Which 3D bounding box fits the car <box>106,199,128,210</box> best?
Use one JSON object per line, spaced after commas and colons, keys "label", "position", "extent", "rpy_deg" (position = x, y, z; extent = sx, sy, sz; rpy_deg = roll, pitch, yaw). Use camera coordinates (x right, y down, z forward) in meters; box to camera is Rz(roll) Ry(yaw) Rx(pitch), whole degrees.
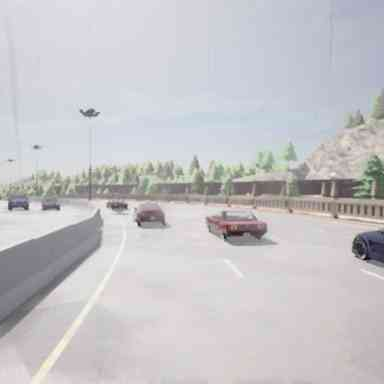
{"label": "car", "position": [-9.251, 1.506, 40.676], "extent": [1.895, 1.301, 4.718], "rpy_deg": [-1, 0, -25]}

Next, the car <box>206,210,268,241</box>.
{"label": "car", "position": [1.980, 1.529, 16.420], "extent": [1.895, 1.301, 4.718], "rpy_deg": [0, 0, -10]}

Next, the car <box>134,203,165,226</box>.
{"label": "car", "position": [-2.971, 1.458, 22.838], "extent": [1.812, 1.442, 4.674], "rpy_deg": [0, 0, -13]}

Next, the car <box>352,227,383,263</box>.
{"label": "car", "position": [6.411, 1.497, 9.374], "extent": [1.994, 1.385, 4.181], "rpy_deg": [0, 0, -5]}

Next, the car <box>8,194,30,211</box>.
{"label": "car", "position": [-21.467, 1.232, 41.233], "extent": [2.150, 2.045, 5.566], "rpy_deg": [-1, 1, -29]}

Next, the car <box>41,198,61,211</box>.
{"label": "car", "position": [-16.966, 1.482, 40.061], "extent": [1.837, 1.490, 4.892], "rpy_deg": [-1, 0, -27]}
